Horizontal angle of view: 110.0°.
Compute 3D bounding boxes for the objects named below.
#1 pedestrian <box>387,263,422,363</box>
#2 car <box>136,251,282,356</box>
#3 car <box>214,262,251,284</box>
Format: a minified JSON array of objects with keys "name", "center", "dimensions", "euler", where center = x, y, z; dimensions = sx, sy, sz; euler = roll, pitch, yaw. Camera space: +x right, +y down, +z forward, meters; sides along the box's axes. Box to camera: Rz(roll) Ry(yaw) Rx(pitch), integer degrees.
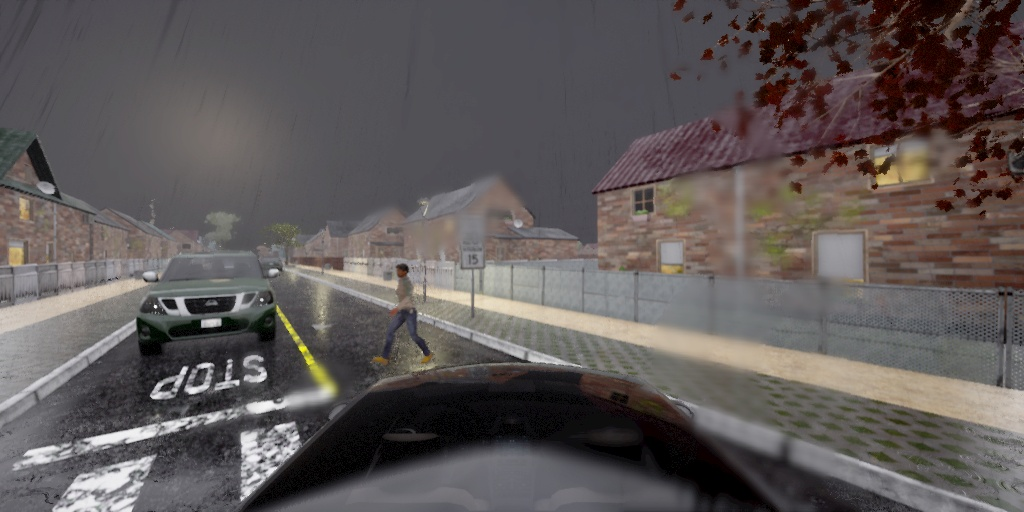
[{"name":"pedestrian","center":[-1.899,0.995,6.314],"dimensions":[0.375,1.860,0.375],"euler":[1,-1,-37]},{"name":"car","center":[-7.354,0.896,8.987],"dimensions":[2.150,2.045,5.566],"euler":[0,1,-37]},{"name":"car","center":[-19.796,1.152,25.503],"dimensions":[1.895,1.301,4.718],"euler":[0,1,-37]}]
